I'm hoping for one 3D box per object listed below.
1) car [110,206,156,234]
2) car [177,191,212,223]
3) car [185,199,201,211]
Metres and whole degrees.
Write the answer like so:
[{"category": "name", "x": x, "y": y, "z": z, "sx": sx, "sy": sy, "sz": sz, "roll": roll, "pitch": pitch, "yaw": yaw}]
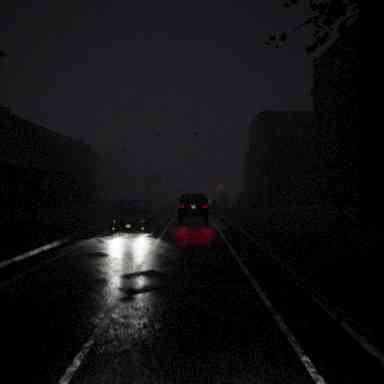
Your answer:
[{"category": "car", "x": -3.105, "y": 1.445, "z": 18.112, "sx": 1.994, "sy": 1.385, "sz": 4.181, "roll": 0, "pitch": 0, "yaw": 0}, {"category": "car", "x": 0.097, "y": 1.112, "z": 24.722, "sx": 2.150, "sy": 2.045, "sz": 5.566, "roll": 0, "pitch": 0, "yaw": 0}, {"category": "car", "x": 0.090, "y": 1.584, "z": 41.607, "sx": 1.895, "sy": 1.301, "sz": 4.718, "roll": 0, "pitch": 0, "yaw": 0}]
